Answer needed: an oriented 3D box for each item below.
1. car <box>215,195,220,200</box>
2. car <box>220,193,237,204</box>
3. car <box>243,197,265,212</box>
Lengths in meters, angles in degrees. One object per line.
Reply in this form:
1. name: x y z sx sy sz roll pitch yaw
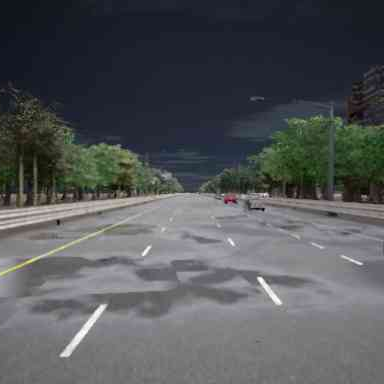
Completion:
1. car: 7.410 1.550 93.202 1.994 1.385 4.181 0 0 5
2. car: 7.141 1.225 63.186 2.150 2.045 5.566 0 0 0
3. car: 7.075 1.549 38.246 2.033 1.411 5.357 0 0 0
